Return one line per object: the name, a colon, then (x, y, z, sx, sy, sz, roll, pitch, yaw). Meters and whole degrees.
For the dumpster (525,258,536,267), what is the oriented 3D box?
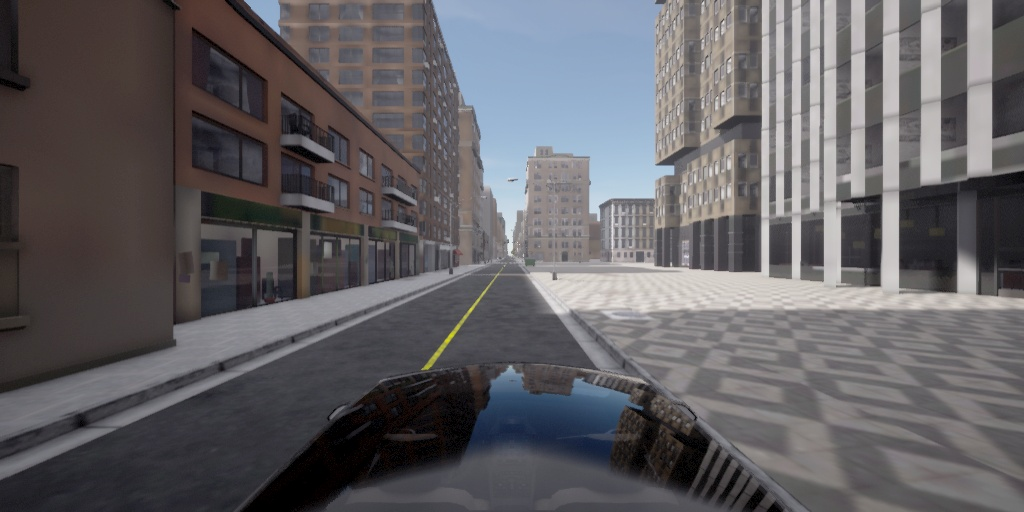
dumpster: (3.135, 1.127, 62.800, 1.020, 1.700, 1.940, 0, 0, 0)
